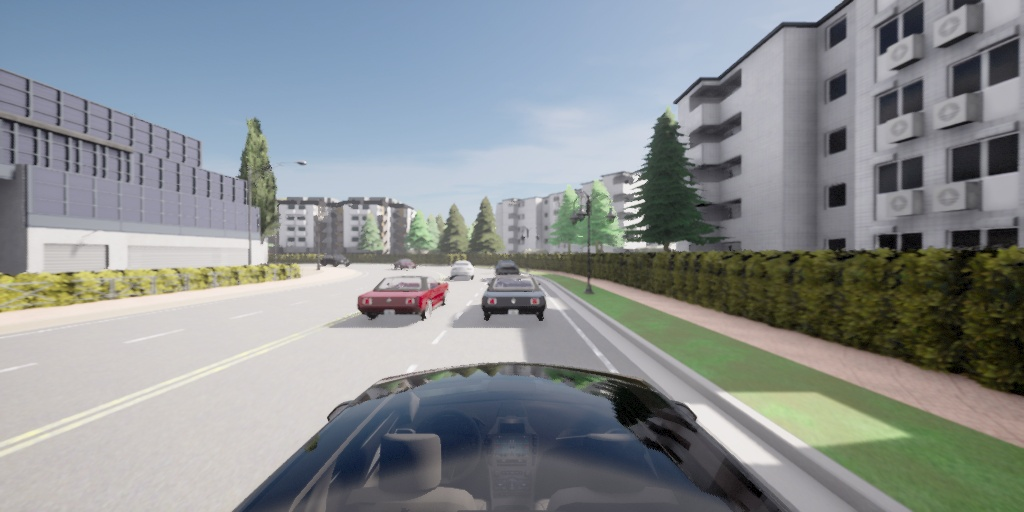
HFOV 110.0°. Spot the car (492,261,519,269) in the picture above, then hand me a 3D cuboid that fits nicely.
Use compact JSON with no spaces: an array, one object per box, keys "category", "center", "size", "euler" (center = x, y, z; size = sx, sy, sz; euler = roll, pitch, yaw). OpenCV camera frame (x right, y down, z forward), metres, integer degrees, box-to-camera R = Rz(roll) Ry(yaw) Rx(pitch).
[{"category":"car","center":[-0.523,1.119,28.860],"size":[1.837,1.490,4.892],"euler":[0,1,-6]}]

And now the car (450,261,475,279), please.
[{"category":"car","center":[-4.113,1.134,29.723],"size":[1.812,1.442,4.674],"euler":[0,0,-7]}]

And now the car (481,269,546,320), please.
[{"category":"car","center":[0.061,1.297,12.350],"size":[1.895,1.301,4.718],"euler":[0,0,0]}]

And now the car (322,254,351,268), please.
[{"category":"car","center":[-27.307,0.702,55.640],"size":[5.566,2.045,2.150],"euler":[0,0,36]}]

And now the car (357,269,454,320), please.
[{"category":"car","center":[-3.439,1.297,12.350],"size":[1.895,1.301,4.718],"euler":[0,0,0]}]

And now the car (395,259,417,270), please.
[{"category":"car","center":[-13.550,1.054,45.496],"size":[1.812,1.442,4.674],"euler":[0,0,-33]}]
